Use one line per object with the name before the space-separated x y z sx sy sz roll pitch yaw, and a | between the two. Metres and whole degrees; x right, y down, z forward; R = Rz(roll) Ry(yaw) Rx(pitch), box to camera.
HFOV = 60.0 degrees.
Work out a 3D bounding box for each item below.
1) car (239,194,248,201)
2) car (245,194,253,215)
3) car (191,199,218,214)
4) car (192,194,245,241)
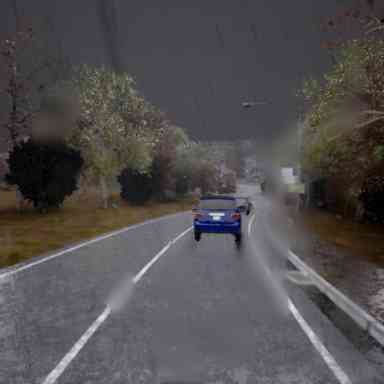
car | 11.690 1.201 75.526 1.882 1.535 5.008 1 1 8
car | 5.091 1.355 34.460 2.097 1.767 4.553 1 0 15
car | 1.400 1.511 35.222 1.895 1.301 4.718 1 0 15
car | 1.408 1.207 16.863 2.150 2.045 5.566 1 0 8
